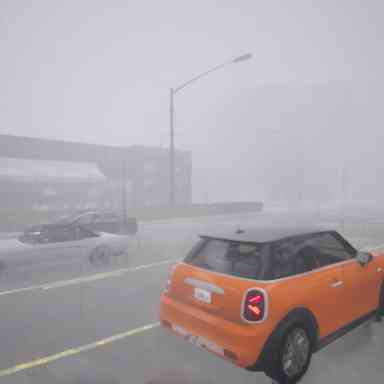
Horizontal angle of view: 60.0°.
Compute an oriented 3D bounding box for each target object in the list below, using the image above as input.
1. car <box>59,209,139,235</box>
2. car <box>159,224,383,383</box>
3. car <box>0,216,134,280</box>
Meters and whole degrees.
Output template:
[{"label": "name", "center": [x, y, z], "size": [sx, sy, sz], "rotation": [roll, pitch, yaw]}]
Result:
[{"label": "car", "center": [-4.616, 1.507, 14.174], "size": [4.902, 1.511, 2.128], "rotation": [0, 0, -41]}, {"label": "car", "center": [1.743, 1.326, 5.659], "size": [4.553, 1.767, 2.097], "rotation": [-1, 0, -41]}, {"label": "car", "center": [-4.327, 1.622, 9.760], "size": [4.718, 1.301, 1.895], "rotation": [-1, 0, -41]}]
